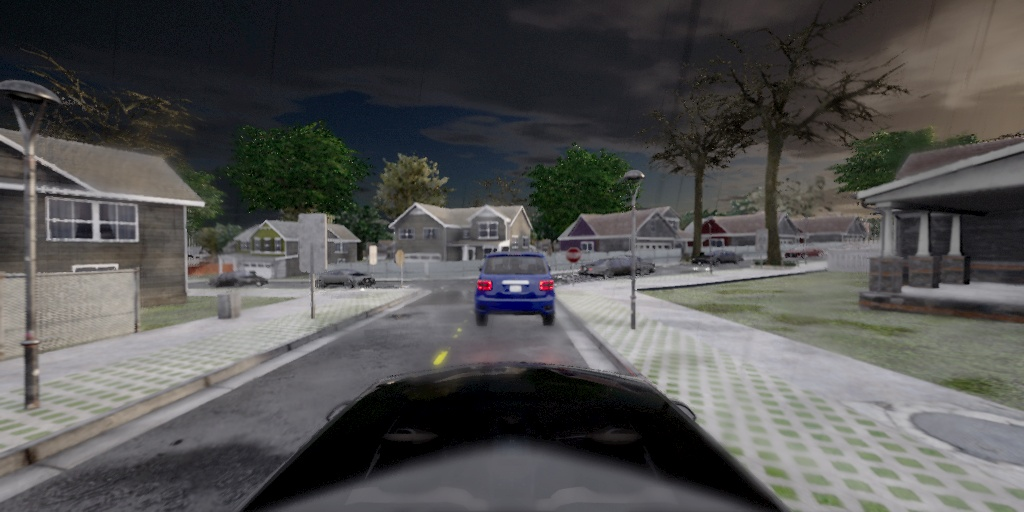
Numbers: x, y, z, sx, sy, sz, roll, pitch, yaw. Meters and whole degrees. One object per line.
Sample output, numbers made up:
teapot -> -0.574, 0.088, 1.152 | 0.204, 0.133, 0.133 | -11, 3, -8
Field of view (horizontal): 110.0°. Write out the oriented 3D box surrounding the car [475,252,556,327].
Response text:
car -> 0.097, 0.907, 11.456 | 2.150, 2.045, 5.566 | 0, 0, 0

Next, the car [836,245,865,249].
car -> 36.798, -0.486, 38.762 | 4.892, 1.490, 1.837 | -2, 2, -25

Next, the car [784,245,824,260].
car -> 32.510, -0.454, 39.911 | 5.008, 1.535, 1.882 | -2, 2, -25

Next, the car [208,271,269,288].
car -> -23.042, 1.987, 30.161 | 5.357, 1.411, 2.033 | -2, 1, 22

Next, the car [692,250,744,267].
car -> 19.476, 0.165, 33.800 | 5.357, 1.411, 2.033 | -3, 2, -25

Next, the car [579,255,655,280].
car -> 7.393, 0.840, 25.346 | 5.357, 1.411, 2.033 | -3, 2, -19

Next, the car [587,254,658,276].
car -> 8.924, 0.653, 28.917 | 5.357, 1.411, 2.033 | -3, 2, -23

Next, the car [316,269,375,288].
car -> -11.967, 1.614, 25.764 | 4.181, 1.385, 1.994 | -2, 1, 21
